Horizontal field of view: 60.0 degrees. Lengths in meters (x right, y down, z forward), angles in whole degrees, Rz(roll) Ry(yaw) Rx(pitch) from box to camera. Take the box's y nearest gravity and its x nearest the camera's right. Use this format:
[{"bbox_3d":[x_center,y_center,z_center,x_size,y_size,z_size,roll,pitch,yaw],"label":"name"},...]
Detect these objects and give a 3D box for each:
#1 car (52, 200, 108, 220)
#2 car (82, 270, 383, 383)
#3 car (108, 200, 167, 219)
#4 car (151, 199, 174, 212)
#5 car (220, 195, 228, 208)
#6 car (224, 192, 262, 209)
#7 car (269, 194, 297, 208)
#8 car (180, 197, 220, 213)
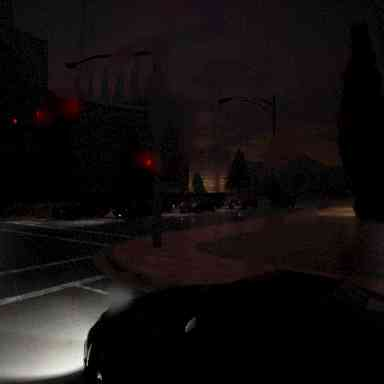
[{"bbox_3d":[-9.444,1.478,28.478,1.882,1.535,5.008,0,0,36],"label":"car"},{"bbox_3d":[0.785,1.564,3.441,4.181,1.385,1.994,0,0,35],"label":"car"},{"bbox_3d":[-4.641,1.601,29.119,1.895,1.301,4.718,0,0,36],"label":"car"},{"bbox_3d":[-3.923,1.505,36.063,1.837,1.490,4.892,0,0,36],"label":"car"},{"bbox_3d":[2.310,1.547,44.635,2.033,1.411,5.357,0,0,36],"label":"car"},{"bbox_3d":[6.981,1.221,45.105,2.150,2.045,5.566,0,0,36],"label":"car"},{"bbox_3d":[13.326,1.491,47.559,2.128,1.511,4.902,0,0,36],"label":"car"},{"bbox_3d":[0.679,1.352,36.447,2.097,1.767,4.553,0,0,36],"label":"car"}]
